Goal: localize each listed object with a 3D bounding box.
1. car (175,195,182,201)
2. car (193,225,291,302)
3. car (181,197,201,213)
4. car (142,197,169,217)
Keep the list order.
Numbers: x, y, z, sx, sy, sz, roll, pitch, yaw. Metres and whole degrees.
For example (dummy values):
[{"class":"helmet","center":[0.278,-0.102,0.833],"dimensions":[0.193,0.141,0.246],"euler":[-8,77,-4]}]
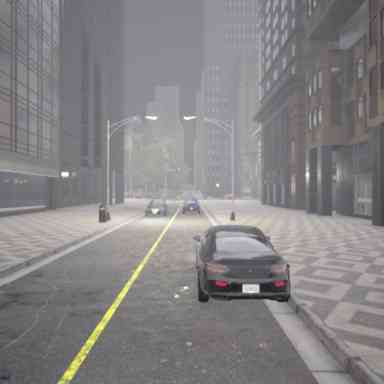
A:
[{"class":"car","center":[-3.322,1.515,87.152],"dimensions":[2.128,1.511,4.902],"euler":[0,0,0]},{"class":"car","center":[1.022,1.526,8.116],"dimensions":[1.812,1.442,4.674],"euler":[0,0,0]},{"class":"car","center":[-0.058,1.528,36.486],"dimensions":[1.812,1.442,4.674],"euler":[0,0,0]},{"class":"car","center":[-3.213,1.493,31.171],"dimensions":[2.128,1.511,4.902],"euler":[0,0,0]}]
